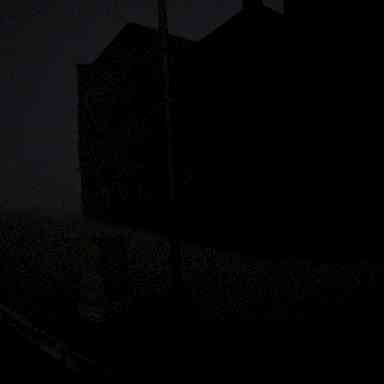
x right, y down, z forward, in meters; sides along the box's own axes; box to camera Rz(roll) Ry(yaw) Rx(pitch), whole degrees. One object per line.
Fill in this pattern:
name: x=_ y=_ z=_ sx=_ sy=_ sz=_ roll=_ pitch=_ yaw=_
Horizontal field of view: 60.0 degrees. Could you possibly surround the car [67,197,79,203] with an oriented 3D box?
car: x=-25.458 y=1.909 z=71.934 sx=1.812 sy=1.442 sz=4.674 roll=-3 pitch=-1 yaw=5
